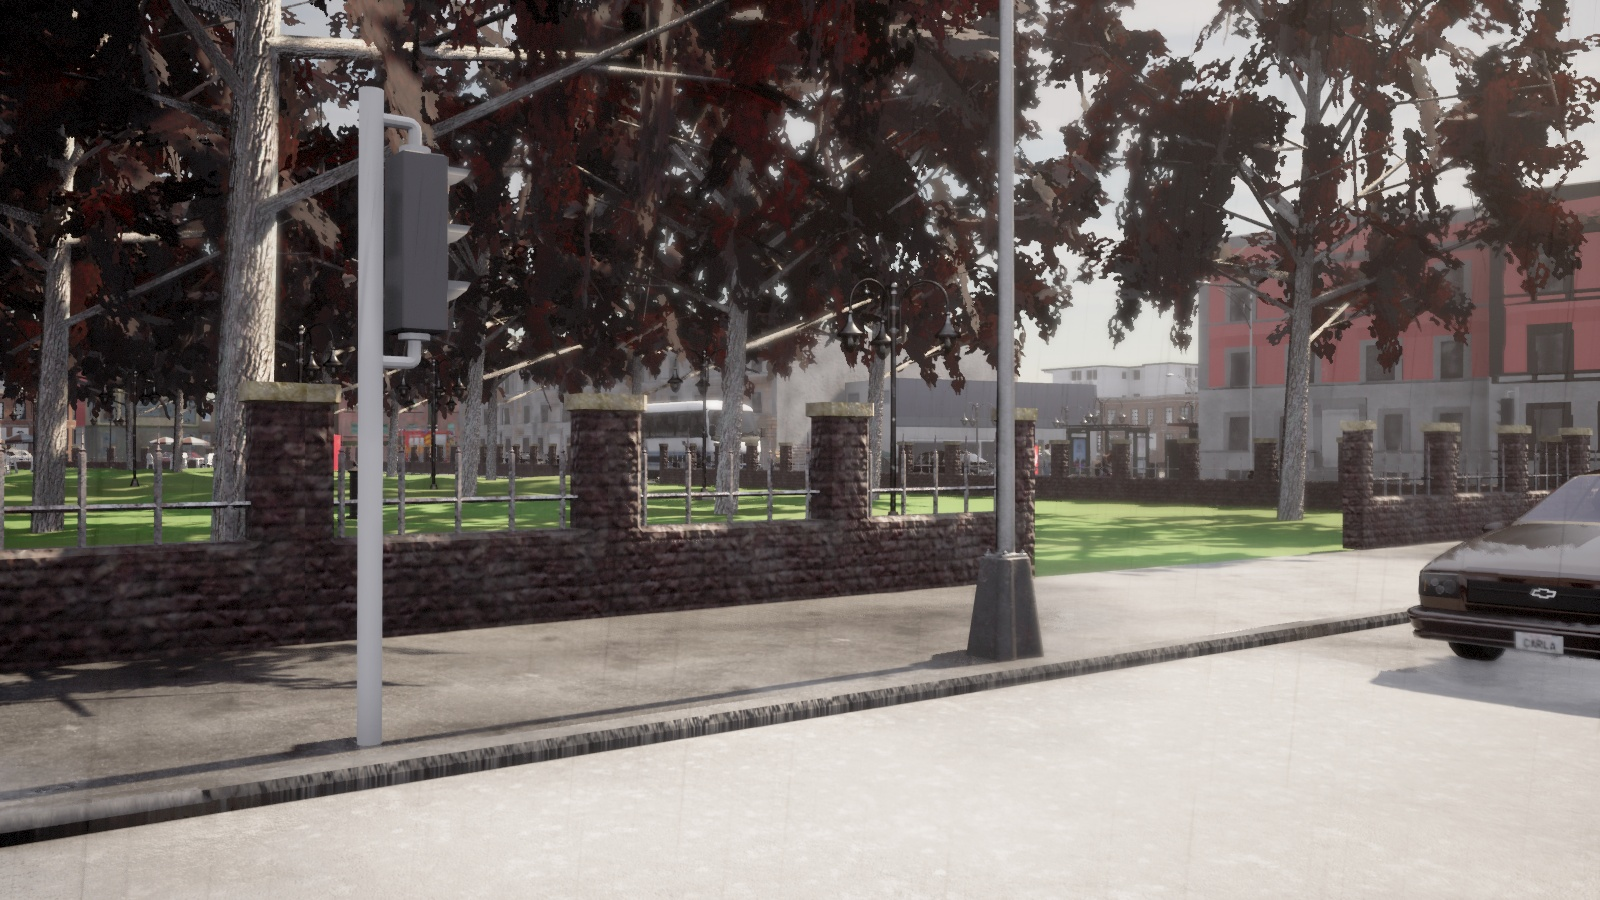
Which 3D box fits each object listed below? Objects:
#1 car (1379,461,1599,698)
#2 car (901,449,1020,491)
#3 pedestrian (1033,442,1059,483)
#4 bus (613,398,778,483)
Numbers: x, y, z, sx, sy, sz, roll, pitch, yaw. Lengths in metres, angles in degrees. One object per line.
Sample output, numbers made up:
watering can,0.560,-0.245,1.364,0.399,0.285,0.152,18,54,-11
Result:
car,6.720,0.801,9.587,5.357,1.411,2.033,0,0,-39
car,6.518,0.787,51.554,2.033,1.649,4.856,0,0,-37
pedestrian,11.212,0.571,57.241,0.900,1.855,0.874,0,0,33
bus,-5.836,-0.453,67.786,3.944,4.253,10.273,0,0,-37
